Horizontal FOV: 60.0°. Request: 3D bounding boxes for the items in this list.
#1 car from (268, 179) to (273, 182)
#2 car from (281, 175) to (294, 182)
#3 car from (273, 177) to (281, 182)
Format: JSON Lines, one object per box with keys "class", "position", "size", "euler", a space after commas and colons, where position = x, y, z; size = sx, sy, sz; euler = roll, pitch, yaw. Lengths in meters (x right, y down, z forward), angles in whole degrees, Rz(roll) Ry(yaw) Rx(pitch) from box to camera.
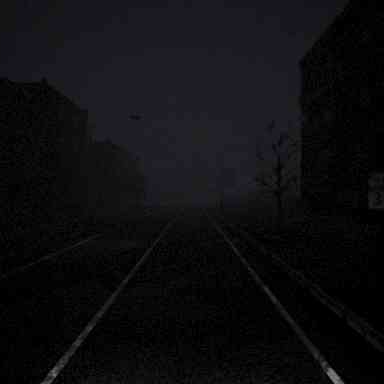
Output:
{"class": "car", "position": [22.289, -2.990, 87.982], "size": [2.002, 1.452, 4.674], "euler": [0, 0, -2]}
{"class": "car", "position": [23.085, -3.058, 76.938], "size": [2.185, 1.767, 4.553], "euler": [0, 1, -5]}
{"class": "car", "position": [22.629, -2.981, 82.444], "size": [2.097, 1.535, 5.008], "euler": [0, 1, -4]}
